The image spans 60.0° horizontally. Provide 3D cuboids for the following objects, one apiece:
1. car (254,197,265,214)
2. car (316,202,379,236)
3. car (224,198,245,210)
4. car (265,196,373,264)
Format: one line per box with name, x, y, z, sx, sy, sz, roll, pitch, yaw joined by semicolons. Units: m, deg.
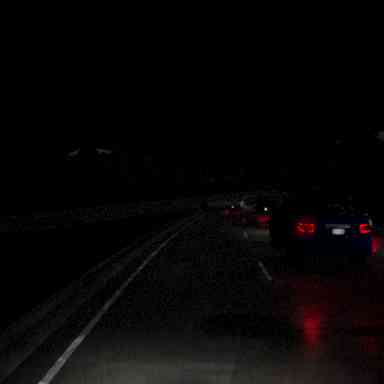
car;7.129;1.264;32.142;1.837;1.490;4.892;0;0;12
car;8.405;1.385;18.490;1.812;1.442;4.674;0;0;7
car;5.000;1.315;38.400;1.895;1.301;4.718;0;0;14
car;4.133;1.133;11.596;2.150;2.045;5.566;0;0;4
